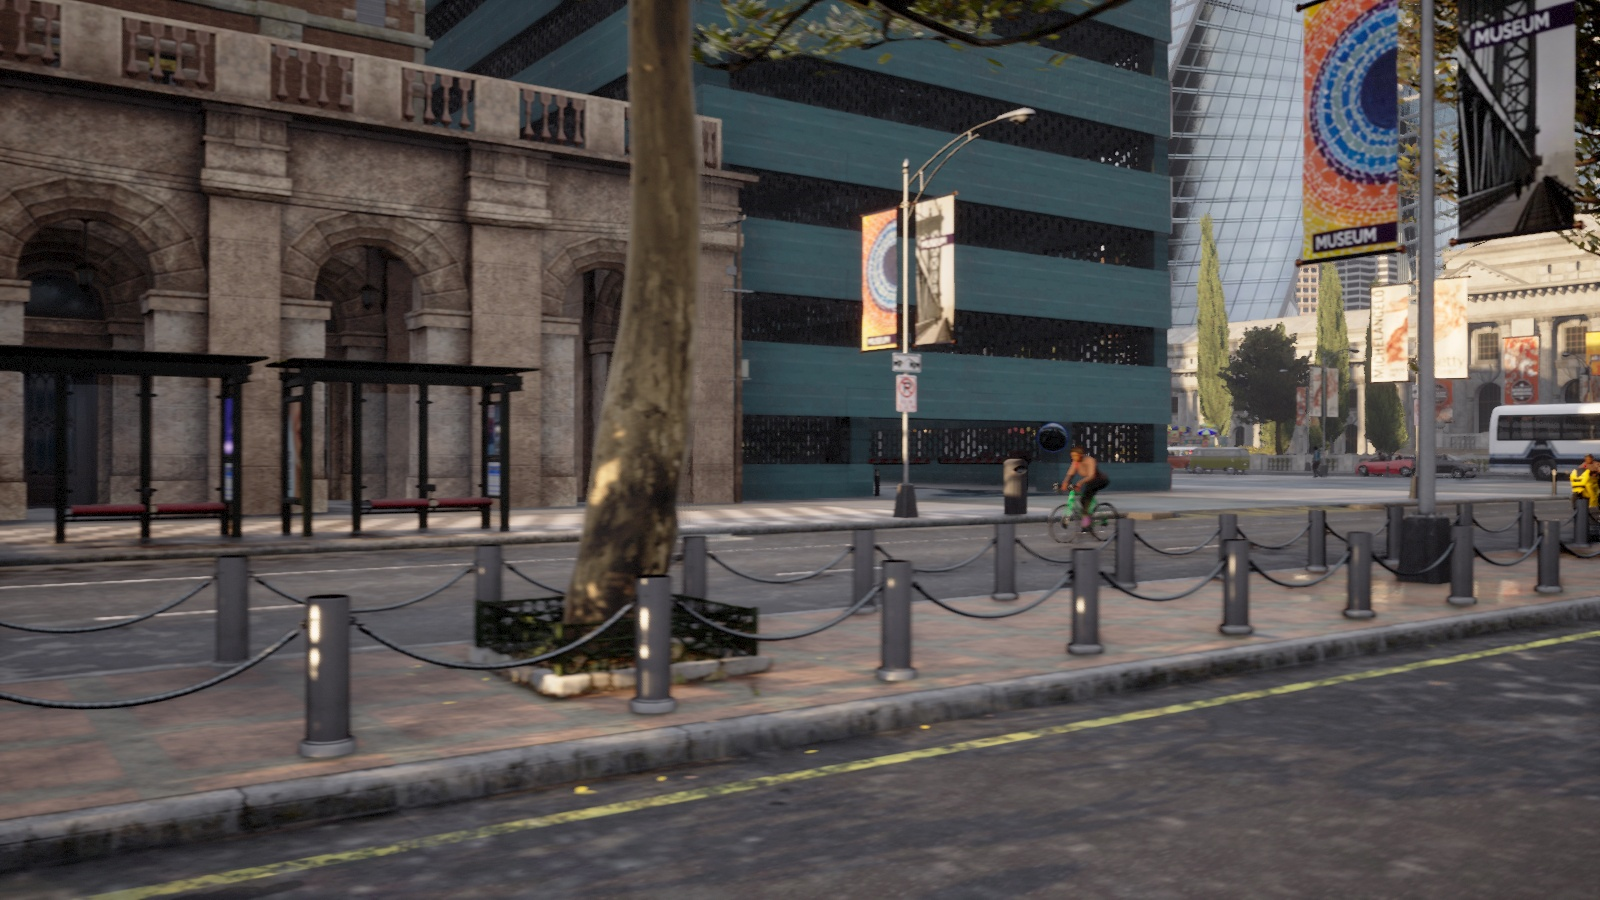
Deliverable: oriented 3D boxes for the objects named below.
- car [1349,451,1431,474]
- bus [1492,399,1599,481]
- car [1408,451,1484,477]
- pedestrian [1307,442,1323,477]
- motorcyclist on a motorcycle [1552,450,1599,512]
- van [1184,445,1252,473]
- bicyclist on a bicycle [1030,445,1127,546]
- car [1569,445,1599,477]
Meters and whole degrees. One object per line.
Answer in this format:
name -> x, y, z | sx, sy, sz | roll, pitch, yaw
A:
car -> 39.205, 0.809, 83.493 | 2.007, 1.525, 4.514 | 0, 0, -35
bus -> 42.890, -0.564, 66.399 | 3.944, 4.253, 10.273 | -1, 1, -39
car -> 39.537, 0.824, 76.945 | 1.789, 1.549, 3.705 | 0, 0, -35
pedestrian -> 28.468, 0.508, 69.380 | 0.396, 1.930, 0.692 | 0, 0, -37
motorcyclist on a motorcycle -> 19.877, 0.761, 31.652 | 2.044, 1.523, 0.797 | 0, 0, -35
van -> 31.145, 0.658, 93.639 | 1.775, 1.987, 4.442 | 0, 0, -44
bicyclist on a bicycle -> 4.648, 0.739, 20.932 | 1.656, 1.620, 0.582 | 0, 0, -34
car -> 47.124, 0.636, 72.186 | 1.932, 1.855, 4.605 | 0, 0, -34
